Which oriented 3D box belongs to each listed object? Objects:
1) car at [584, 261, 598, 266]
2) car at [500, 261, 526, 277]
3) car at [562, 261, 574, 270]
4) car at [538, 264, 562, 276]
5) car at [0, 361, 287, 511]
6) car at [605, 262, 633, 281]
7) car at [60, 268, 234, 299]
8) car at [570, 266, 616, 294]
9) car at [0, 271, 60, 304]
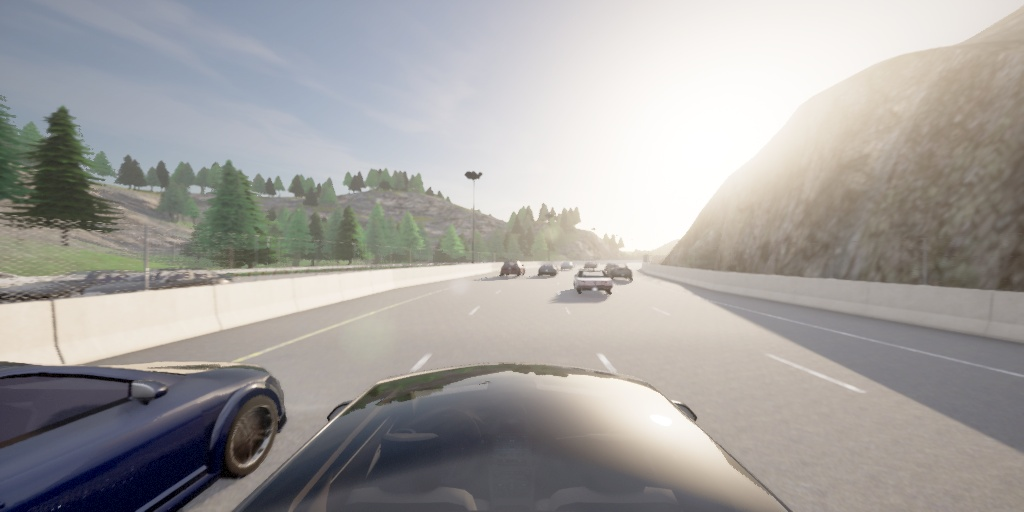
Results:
[{"bbox_3d":[13.932,1.665,63.069,2.033,1.411,5.357,0,0,21],"label":"car"},{"bbox_3d":[0.174,1.279,38.275,2.097,1.767,4.553,0,0,11],"label":"car"},{"bbox_3d":[9.264,1.603,59.656,1.812,1.442,4.674,0,0,18],"label":"car"},{"bbox_3d":[4.083,1.519,39.936,1.994,1.385,4.181,0,0,12],"label":"car"},{"bbox_3d":[-3.365,1.299,2.067,1.994,1.385,4.181,0,0,0],"label":"car"},{"bbox_3d":[9.868,1.442,32.957,2.128,1.511,4.902,0,0,10],"label":"car"},{"bbox_3d":[-13.632,1.233,14.233,2.128,1.511,4.902,0,0,4],"label":"car"},{"bbox_3d":[4.675,1.469,21.238,1.895,1.301,4.718,0,0,7],"label":"car"},{"bbox_3d":[-17.091,1.274,14.956,2.033,1.411,5.357,0,0,4],"label":"car"}]
